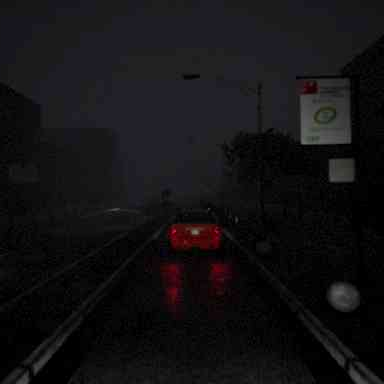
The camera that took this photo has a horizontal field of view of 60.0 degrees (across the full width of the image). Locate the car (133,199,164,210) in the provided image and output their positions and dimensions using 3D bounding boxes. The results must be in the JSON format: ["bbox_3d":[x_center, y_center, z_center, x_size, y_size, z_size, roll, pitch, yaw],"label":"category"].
[{"bbox_3d":[-5.959,1.742,46.465,4.674,1.442,1.812,0,1,-36],"label":"car"}]

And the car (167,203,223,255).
[{"bbox_3d":[0.122,1.525,14.327,2.097,1.767,4.553,0,-1,0],"label":"car"}]

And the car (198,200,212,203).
[{"bbox_3d":[1.568,1.766,43.847,1.837,1.490,4.892,0,1,-12],"label":"car"}]
